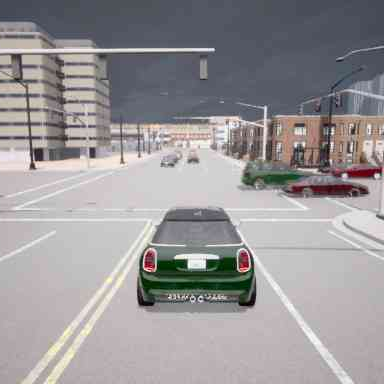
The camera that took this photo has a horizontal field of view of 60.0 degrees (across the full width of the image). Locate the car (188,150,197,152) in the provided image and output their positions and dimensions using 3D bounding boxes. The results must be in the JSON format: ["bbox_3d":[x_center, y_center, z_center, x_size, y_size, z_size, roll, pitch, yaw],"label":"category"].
[{"bbox_3d":[0.182,-9.707,82.753,2.097,1.767,4.553,0,8,0],"label":"car"}]

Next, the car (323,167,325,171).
[{"bbox_3d":[16.399,-2.507,35.744,5.357,1.411,2.033,0,8,0],"label":"car"}]

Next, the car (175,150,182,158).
[{"bbox_3d":[-3.363,-7.255,67.478,1.812,1.442,4.674,0,8,1],"label":"car"}]

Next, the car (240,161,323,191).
[{"bbox_3d":[6.477,-1.255,25.161,5.566,2.045,2.150,0,8,0],"label":"car"}]

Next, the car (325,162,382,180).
[{"bbox_3d":[16.052,-2.058,32.266,5.008,1.535,1.882,0,8,0],"label":"car"}]

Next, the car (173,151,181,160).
[{"bbox_3d":[-3.452,-5.917,58.183,1.882,1.535,5.008,0,9,0],"label":"car"}]

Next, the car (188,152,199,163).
[{"bbox_3d":[0.230,-5.827,58.402,1.895,1.301,4.718,0,8,0],"label":"car"}]

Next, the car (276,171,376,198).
[{"bbox_3d":[8.586,-0.415,21.737,5.357,1.411,2.033,0,8,0],"label":"car"}]

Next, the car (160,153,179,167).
[{"bbox_3d":[-3.506,-4.511,48.846,2.128,1.511,4.902,0,8,1],"label":"car"}]

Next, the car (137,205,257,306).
[{"bbox_3d":[0.092,1.076,7.648,2.097,1.767,4.553,0,4,0],"label":"car"}]

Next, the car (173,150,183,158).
[{"bbox_3d":[-3.330,-8.926,77.528,2.097,1.767,4.553,0,8,0],"label":"car"}]
